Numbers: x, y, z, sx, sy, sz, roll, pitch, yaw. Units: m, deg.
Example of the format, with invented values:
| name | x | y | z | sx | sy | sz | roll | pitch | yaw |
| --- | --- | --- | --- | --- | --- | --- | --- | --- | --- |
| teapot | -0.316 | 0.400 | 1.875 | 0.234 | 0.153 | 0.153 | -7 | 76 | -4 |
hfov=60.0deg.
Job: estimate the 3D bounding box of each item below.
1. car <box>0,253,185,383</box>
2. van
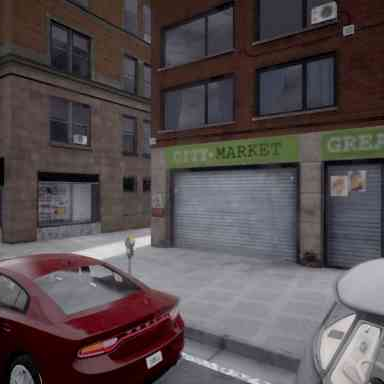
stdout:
| name | x | y | z | sx | sy | sz | roll | pitch | yaw |
| --- | --- | --- | --- | --- | --- | --- | --- | --- | --- |
| car | -2.192 | 1.544 | 4.639 | 4.507 | 1.381 | 1.887 | 0 | 0 | 35 |
| van | 2.417 | 1.341 | 1.352 | 3.998 | 1.788 | 1.690 | 0 | 0 | 35 |
